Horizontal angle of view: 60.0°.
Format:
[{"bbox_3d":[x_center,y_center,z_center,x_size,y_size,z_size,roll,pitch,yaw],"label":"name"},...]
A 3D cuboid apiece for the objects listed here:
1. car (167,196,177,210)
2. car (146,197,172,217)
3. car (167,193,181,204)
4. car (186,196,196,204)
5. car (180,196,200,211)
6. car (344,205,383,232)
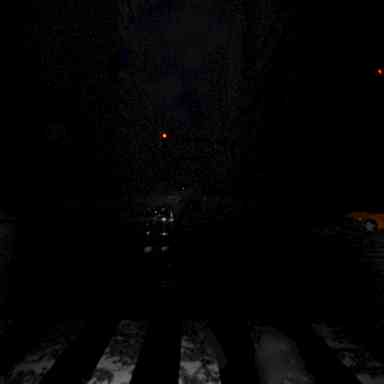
[{"bbox_3d":[-3.258,1.572,42.938,1.895,1.301,4.718,0,0,0],"label":"car"},{"bbox_3d":[-3.216,1.504,31.671,1.812,1.442,4.674,0,0,-1],"label":"car"},{"bbox_3d":[-3.260,1.184,61.133,2.150,2.045,5.566,0,0,0],"label":"car"},{"bbox_3d":[-0.196,1.560,64.899,1.895,1.301,4.718,0,0,0],"label":"car"},{"bbox_3d":[-0.051,1.465,39.372,2.128,1.511,4.902,0,0,0],"label":"car"},{"bbox_3d":[11.660,1.505,19.663,5.008,1.535,1.882,0,1,0],"label":"car"}]
